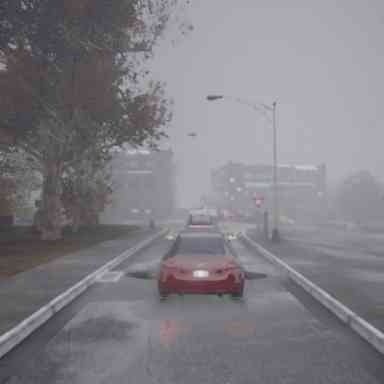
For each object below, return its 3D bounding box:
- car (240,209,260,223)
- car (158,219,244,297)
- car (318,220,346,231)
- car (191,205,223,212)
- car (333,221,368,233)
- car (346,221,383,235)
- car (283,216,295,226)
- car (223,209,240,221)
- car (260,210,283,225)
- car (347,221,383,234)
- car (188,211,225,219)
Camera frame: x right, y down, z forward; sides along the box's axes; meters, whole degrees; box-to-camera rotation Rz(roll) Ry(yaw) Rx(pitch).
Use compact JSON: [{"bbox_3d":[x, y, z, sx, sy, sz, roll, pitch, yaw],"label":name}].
[{"bbox_3d":[7.381,3.551,49.563,2.185,1.767,4.553,7,-4,-31],"label":"car"},{"bbox_3d":[0.233,1.690,9.036,1.994,1.385,4.181,0,0,1],"label":"car"},{"bbox_3d":[22.159,5.192,52.311,2.002,1.452,4.674,7,-4,-30],"label":"car"},{"bbox_3d":[1.538,2.996,48.430,2.435,2.045,5.566,2,-3,-31],"label":"car"},{"bbox_3d":[25.125,5.487,52.848,2.002,1.452,4.674,7,-5,-30],"label":"car"},{"bbox_3d":[25.241,5.173,47.550,4.902,1.511,2.128,6,-3,-10],"label":"car"},{"bbox_3d":[13.200,4.270,50.865,1.946,1.575,5.366,7,-4,-30],"label":"car"},{"bbox_3d":[4.412,3.295,49.041,2.185,1.767,4.553,5,-4,-31],"label":"car"},{"bbox_3d":[10.373,3.725,50.146,2.435,2.045,5.566,8,-5,-31],"label":"car"},{"bbox_3d":[28.000,5.741,53.525,1.946,1.575,5.366,7,-4,-30],"label":"car"},{"bbox_3d":[0.569,2.048,19.118,2.128,1.511,4.902,0,-2,3],"label":"car"}]
